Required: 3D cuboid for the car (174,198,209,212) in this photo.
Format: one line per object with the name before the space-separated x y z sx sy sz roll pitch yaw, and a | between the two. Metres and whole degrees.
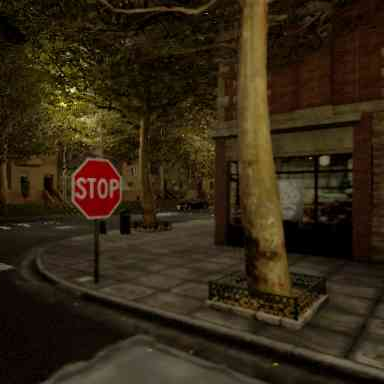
car | 0.005 1.467 37.750 2.128 1.511 4.902 0 0 37
